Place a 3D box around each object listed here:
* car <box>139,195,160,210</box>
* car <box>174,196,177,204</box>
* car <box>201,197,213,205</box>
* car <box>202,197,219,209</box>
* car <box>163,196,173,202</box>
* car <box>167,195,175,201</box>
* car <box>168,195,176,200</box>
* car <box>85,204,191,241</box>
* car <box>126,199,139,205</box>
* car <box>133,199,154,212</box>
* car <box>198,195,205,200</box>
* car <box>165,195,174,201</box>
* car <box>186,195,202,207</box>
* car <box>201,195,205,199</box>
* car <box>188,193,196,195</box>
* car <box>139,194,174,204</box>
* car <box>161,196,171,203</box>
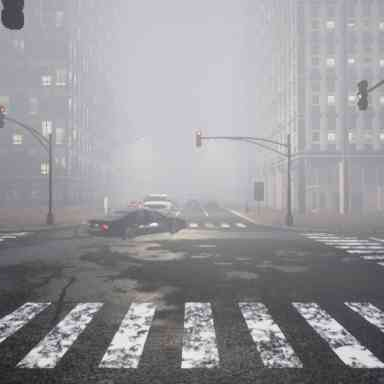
[{"bbox_3d":[-5.671,1.332,44.882,2.192,1.841,5.009,1,0,0],"label":"car"},{"bbox_3d":[-3.097,1.541,40.219,1.812,1.442,4.674,0,0,0],"label":"car"},{"bbox_3d":[2.705,1.590,61.677,1.947,1.339,4.313,1,0,0],"label":"car"},{"bbox_3d":[2.703,1.599,44.944,1.802,1.307,4.206,1,0,0],"label":"car"},{"bbox_3d":[-5.675,1.582,78.333,2.008,1.369,4.403,1,0,0],"label":"car"},{"bbox_3d":[-5.675,1.587,89.483,2.008,1.369,4.403,1,0,0],"label":"car"},{"bbox_3d":[-5.675,1.605,95.059,1.947,1.339,4.313,1,0,0],"label":"car"},{"bbox_3d":[-2.653,1.554,16.887,2.033,1.411,5.357,0,0,42],"label":"car"},{"bbox_3d":[-5.674,1.453,33.732,1.967,1.590,4.097,1,0,0],"label":"car"},{"bbox_3d":[-5.677,1.597,39.307,1.802,1.307,4.206,1,0,0],"label":"car"},{"bbox_3d":[2.706,1.584,95.140,1.887,1.381,4.507,1,0,0],"label":"car"},{"bbox_3d":[-5.675,1.578,83.908,1.887,1.381,4.507,1,0,0],"label":"car"},{"bbox_3d":[0.099,1.582,49.774,1.994,1.385,4.181,0,0,0],"label":"car"},{"bbox_3d":[2.706,1.547,56.270,1.752,1.417,4.829,1,0,0],"label":"car"},{"bbox_3d":[0.078,1.250,70.837,2.150,2.045,5.566,0,0,0],"label":"car"},{"bbox_3d":[-3.097,1.233,30.297,2.150,2.045,5.566,0,0,0],"label":"car"},{"bbox_3d":[-5.675,1.573,72.758,1.887,1.381,4.507,1,0,0],"label":"car"}]
